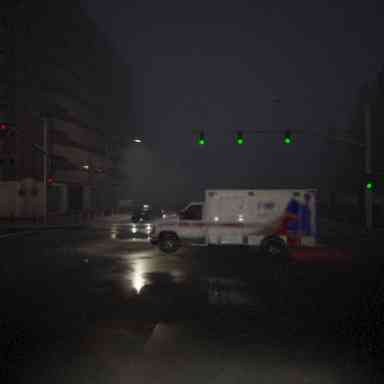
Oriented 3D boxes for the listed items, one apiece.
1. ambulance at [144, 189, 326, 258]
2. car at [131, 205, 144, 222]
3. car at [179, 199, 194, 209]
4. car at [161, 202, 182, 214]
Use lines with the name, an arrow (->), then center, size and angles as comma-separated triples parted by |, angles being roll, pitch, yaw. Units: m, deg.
ambulance -> 1.634, 1.133, 12.998 | 6.366, 2.431, 2.351 | 0, -1, 7
car -> -3.736, 1.813, 28.919 | 2.033, 1.411, 5.357 | 0, 0, 6
car -> -0.917, 1.957, 54.986 | 1.882, 1.535, 5.008 | 0, 0, 6
car -> -2.437, 1.965, 40.969 | 1.895, 1.301, 4.718 | 0, 0, 6
